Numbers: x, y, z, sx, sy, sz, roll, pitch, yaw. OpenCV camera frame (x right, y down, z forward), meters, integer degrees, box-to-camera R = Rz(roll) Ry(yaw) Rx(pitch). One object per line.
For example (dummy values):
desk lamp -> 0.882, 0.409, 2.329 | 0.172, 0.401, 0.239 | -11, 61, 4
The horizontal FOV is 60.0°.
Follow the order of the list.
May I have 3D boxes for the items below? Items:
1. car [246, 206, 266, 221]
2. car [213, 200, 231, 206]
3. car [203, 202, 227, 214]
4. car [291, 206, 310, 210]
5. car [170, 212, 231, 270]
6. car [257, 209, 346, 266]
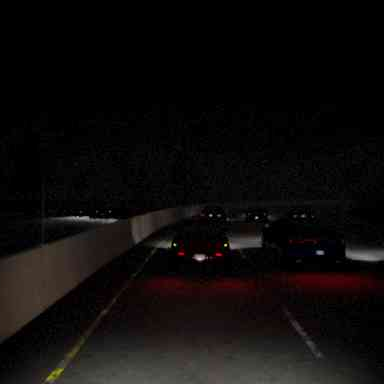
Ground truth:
car -> 6.078, 1.974, 30.922 | 1.895, 1.301, 4.718 | 0, -1, 12
car -> 6.816, 2.432, 74.948 | 1.895, 1.301, 4.718 | 0, -1, 36
car -> 1.867, 1.860, 27.789 | 2.033, 1.411, 5.357 | 0, -1, 10
car -> 8.947, 1.903, 27.630 | 2.033, 1.411, 5.357 | 0, -1, 11
car -> 0.294, 1.652, 11.457 | 1.812, 1.442, 4.674 | 0, -1, 2
car -> 3.824, 1.634, 12.175 | 1.882, 1.535, 5.008 | 0, 0, 2
